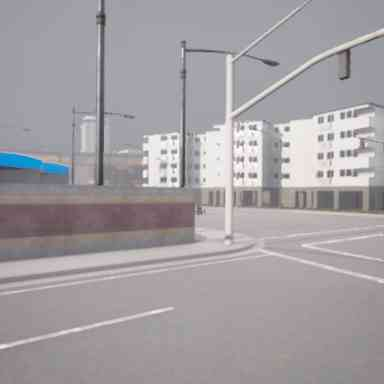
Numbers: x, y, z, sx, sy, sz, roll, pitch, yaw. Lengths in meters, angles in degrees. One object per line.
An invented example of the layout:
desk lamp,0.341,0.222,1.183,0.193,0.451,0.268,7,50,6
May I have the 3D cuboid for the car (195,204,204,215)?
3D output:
car,-0.697,1.733,36.300,1.812,1.442,4.674,1,-1,-42
